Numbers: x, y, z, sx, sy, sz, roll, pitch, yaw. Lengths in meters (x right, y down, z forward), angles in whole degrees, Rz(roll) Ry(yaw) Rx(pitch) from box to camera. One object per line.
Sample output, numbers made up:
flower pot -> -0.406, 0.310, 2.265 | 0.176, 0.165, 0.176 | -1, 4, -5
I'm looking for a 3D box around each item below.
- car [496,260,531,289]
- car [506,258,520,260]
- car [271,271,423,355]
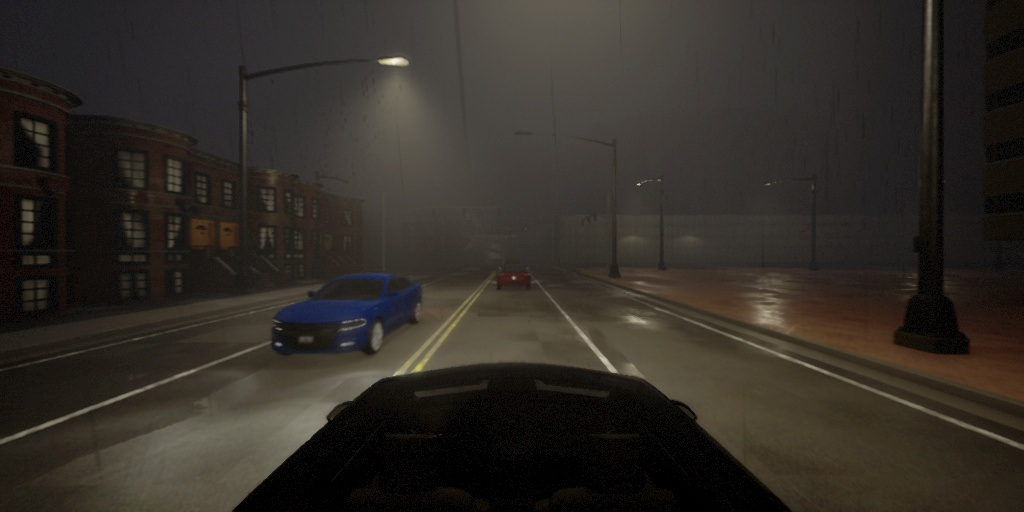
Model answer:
car -> 0.101, 1.141, 21.560 | 1.994, 1.385, 4.181 | 0, 1, 0
car -> 0.057, 0.928, 36.021 | 1.882, 1.535, 5.008 | 0, 1, -1
car -> -3.588, 1.169, 8.753 | 1.882, 1.535, 5.008 | 0, 0, 0
